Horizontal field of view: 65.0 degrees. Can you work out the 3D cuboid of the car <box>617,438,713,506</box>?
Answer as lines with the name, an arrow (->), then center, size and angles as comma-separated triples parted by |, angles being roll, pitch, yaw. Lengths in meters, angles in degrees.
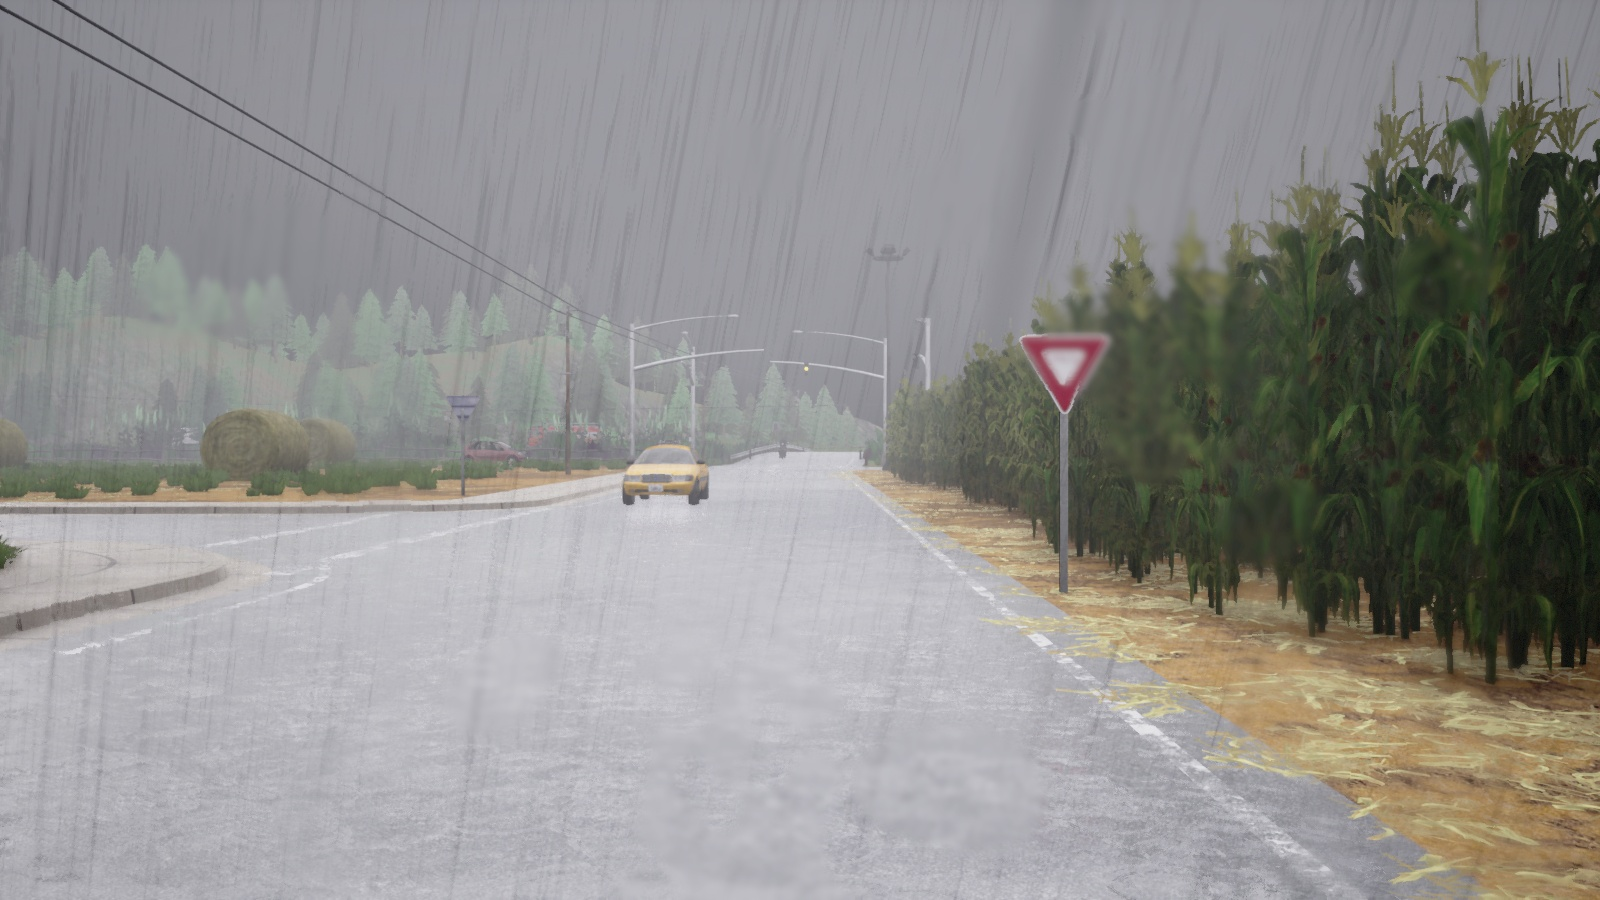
car -> -3.313, 0.504, 31.741 | 1.801, 1.575, 5.366 | 0, 0, 0

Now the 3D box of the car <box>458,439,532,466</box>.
car -> -18.478, 0.165, 76.190 | 3.988, 1.617, 1.851 | 0, 0, 3
